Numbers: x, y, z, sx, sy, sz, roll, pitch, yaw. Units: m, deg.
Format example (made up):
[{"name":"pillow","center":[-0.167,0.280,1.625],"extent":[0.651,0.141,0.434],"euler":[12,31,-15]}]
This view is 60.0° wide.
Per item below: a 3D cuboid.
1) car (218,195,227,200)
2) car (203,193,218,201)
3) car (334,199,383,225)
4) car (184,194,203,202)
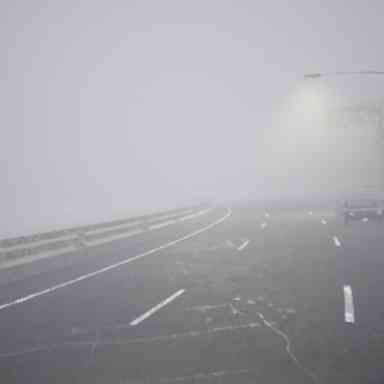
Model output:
[{"name":"car","center":[7.158,1.444,86.770],"extent":[1.895,1.301,4.718],"euler":[-4,0,-22]},{"name":"car","center":[3.816,1.290,85.676],"extent":[2.150,2.045,5.566],"euler":[-4,0,-22]},{"name":"car","center":[9.269,1.058,18.798],"extent":[1.895,1.301,4.718],"euler":[-4,0,16]},{"name":"car","center":[0.405,1.883,84.930],"extent":[1.895,1.301,4.718],"euler":[-4,0,-22]}]
